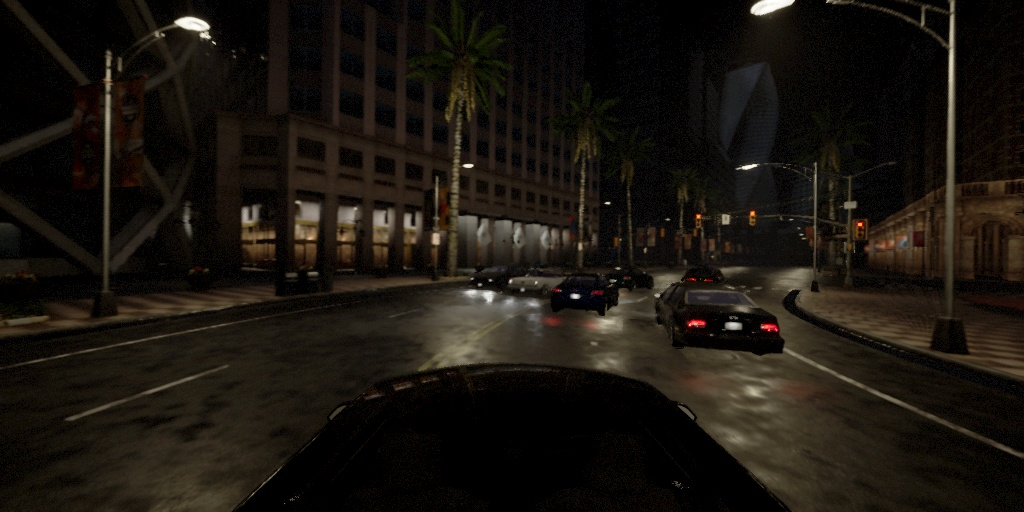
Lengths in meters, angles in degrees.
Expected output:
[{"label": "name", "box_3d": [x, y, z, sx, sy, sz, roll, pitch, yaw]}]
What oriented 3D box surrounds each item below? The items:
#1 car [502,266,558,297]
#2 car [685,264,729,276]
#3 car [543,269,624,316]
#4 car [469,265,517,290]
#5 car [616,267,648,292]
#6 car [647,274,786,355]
[{"label": "car", "box_3d": [1.646, 1.356, 19.380, 1.895, 1.301, 4.718, 1, 0, 31]}, {"label": "car", "box_3d": [10.544, 1.381, 19.580, 1.837, 1.490, 4.892, 1, 0, 37]}, {"label": "car", "box_3d": [2.932, 1.341, 13.915, 1.994, 1.385, 4.181, 1, 0, 24]}, {"label": "car", "box_3d": [-0.383, 1.272, 22.767, 2.033, 1.411, 5.357, 1, 0, 33]}, {"label": "car", "box_3d": [7.243, 1.393, 22.333, 1.994, 1.385, 4.181, 1, 0, 41]}, {"label": "car", "box_3d": [4.793, 1.355, 9.056, 2.033, 1.411, 5.357, 1, 0, 16]}]
